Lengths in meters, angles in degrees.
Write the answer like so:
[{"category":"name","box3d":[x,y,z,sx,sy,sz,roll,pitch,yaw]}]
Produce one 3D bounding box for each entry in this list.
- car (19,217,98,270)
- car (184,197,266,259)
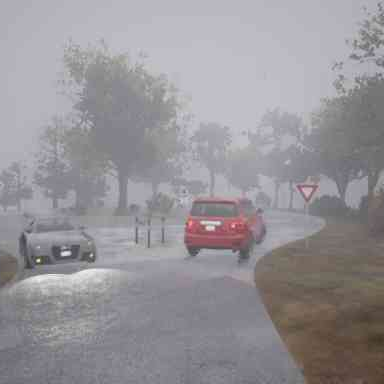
[{"category":"car","box3d":[-4.604,1.562,11.174,1.994,1.385,4.181,0,0,-31]},{"category":"car","box3d":[1.458,1.220,12.992,2.150,2.045,5.566,0,0,19]}]
